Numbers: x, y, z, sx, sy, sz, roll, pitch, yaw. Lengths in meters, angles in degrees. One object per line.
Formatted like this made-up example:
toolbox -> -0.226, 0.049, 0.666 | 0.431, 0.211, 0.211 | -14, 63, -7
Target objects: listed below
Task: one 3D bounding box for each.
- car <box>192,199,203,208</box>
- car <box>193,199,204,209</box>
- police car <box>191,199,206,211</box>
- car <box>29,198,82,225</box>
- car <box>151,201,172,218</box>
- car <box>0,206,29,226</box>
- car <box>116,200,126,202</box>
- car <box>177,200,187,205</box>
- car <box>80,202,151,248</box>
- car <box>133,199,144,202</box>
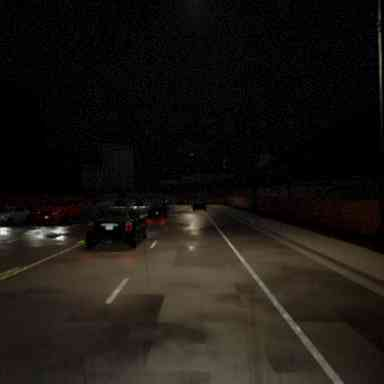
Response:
car -> 0.981, 2.179, 64.291 | 1.837, 1.490, 4.892 | 0, -1, -2
car -> 1.051, 2.061, 58.259 | 1.801, 1.575, 5.366 | 0, -1, 0
police car -> 1.050, 1.926, 48.176 | 1.930, 1.638, 5.238 | 0, -1, 0
car -> -10.600, 1.504, 27.004 | 2.150, 2.045, 5.566 | 0, -1, 0
car -> -3.399, 1.885, 34.512 | 1.812, 1.442, 4.674 | 0, -1, 0
car -> -14.098, 1.795, 25.681 | 1.812, 1.442, 4.674 | 0, -1, 0
car -> -14.210, 2.213, 66.414 | 2.033, 1.411, 5.357 | 0, -1, -2
car -> -2.682, 2.685, 84.609 | 1.895, 1.301, 4.718 | 0, -2, -13
car -> -3.400, 1.518, 15.809 | 2.097, 1.767, 4.553 | 0, -1, 0
car -> -10.768, 2.199, 67.664 | 1.837, 1.490, 4.892 | 0, -1, -4
